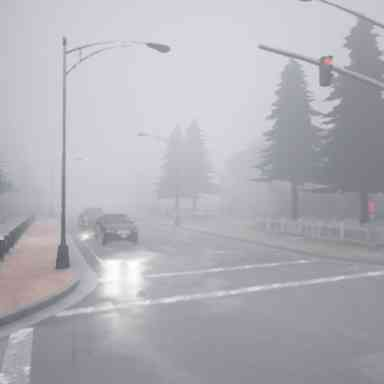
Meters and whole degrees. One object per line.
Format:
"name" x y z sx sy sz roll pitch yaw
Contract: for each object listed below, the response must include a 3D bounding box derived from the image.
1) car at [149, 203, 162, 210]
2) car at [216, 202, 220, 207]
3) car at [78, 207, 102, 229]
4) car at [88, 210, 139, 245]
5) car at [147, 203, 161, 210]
"car" -8.961 3.524 81.354 1.970 1.475 3.806 0 -2 -23
"car" 8.352 3.169 80.453 1.932 1.855 4.605 0 -2 -23
"car" -8.299 2.117 27.991 2.097 1.767 4.553 1 -2 -24
"car" -4.376 2.012 18.895 2.128 1.511 4.902 0 -2 -23
"car" -8.828 3.307 73.361 1.845 1.501 3.633 0 -2 -23
